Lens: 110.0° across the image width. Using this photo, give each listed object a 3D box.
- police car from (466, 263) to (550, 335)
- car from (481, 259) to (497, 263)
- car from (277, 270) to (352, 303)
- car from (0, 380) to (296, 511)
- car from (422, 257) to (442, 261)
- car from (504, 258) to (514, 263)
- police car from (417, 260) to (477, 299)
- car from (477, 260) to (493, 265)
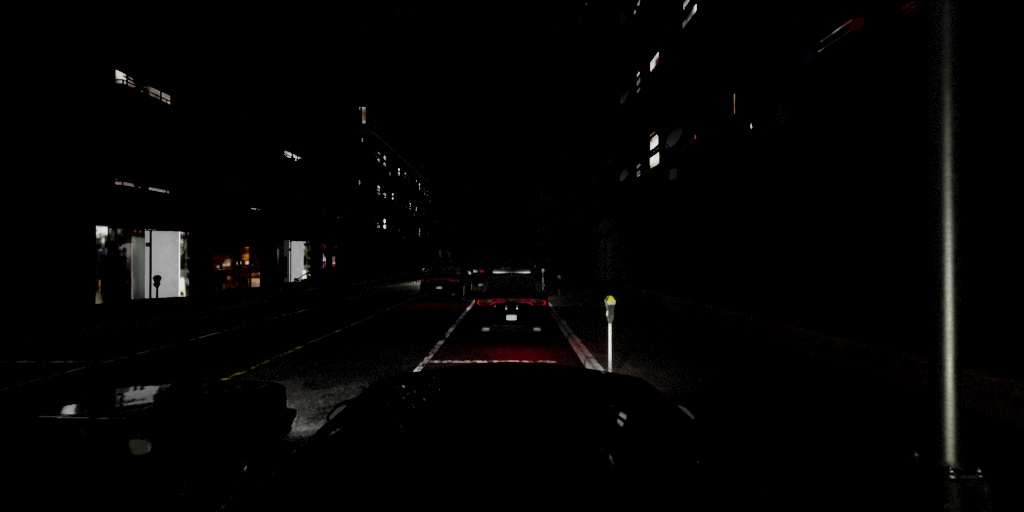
[{"bbox_3d":[-0.011,1.175,10.609,1.930,1.638,5.238,0,0,0],"label":"police car"},{"bbox_3d":[-3.046,1.225,53.397,1.882,1.535,5.008,0,0,0],"label":"car"},{"bbox_3d":[-8.837,1.333,16.462,1.802,1.307,4.207,0,0,0],"label":"car"},{"bbox_3d":[-3.052,1.297,1.037,2.033,1.411,5.357,0,0,0],"label":"car"},{"bbox_3d":[-6.242,1.102,30.348,2.097,1.767,4.553,0,0,0],"label":"car"},{"bbox_3d":[-0.456,1.275,39.173,1.751,1.417,4.829,0,0,0],"label":"car"},{"bbox_3d":[-3.146,1.176,18.072,1.930,1.638,5.238,0,0,0],"label":"police car"},{"bbox_3d":[-3.050,1.297,31.796,2.033,1.411,5.357,0,0,0],"label":"car"}]
